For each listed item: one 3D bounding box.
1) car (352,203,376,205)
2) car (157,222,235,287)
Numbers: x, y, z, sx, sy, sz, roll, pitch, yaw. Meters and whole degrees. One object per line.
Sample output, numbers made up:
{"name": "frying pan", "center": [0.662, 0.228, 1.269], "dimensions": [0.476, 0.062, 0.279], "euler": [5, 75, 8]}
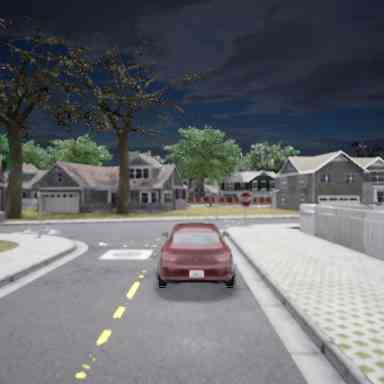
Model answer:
{"name": "car", "center": [14.965, 1.713, 28.258], "dimensions": [4.902, 1.511, 2.128], "euler": [0, -1, -18]}
{"name": "car", "center": [0.100, 1.578, 9.332], "dimensions": [1.812, 1.442, 4.674], "euler": [0, 0, 0]}
